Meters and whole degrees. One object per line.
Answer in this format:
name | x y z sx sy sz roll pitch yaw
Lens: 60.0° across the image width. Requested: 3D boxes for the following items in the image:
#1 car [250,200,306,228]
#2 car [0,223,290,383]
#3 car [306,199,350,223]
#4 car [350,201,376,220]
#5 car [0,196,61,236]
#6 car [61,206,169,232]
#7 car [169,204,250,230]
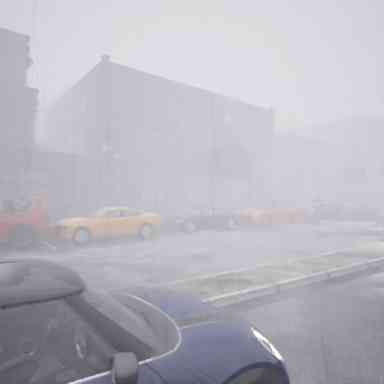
car | 5.115 1.350 22.265 4.553 1.767 2.185 0 0 -36
car | -1.320 1.352 2.498 4.553 1.767 2.097 0 0 -36
car | 9.605 1.357 25.486 4.553 1.767 2.185 0 0 -36
car | 14.171 1.531 28.764 4.674 1.452 2.002 0 0 -36
car | -8.297 1.201 12.638 5.566 2.045 2.435 0 0 -36
car | -3.884 1.460 15.807 5.008 1.535 2.097 0 0 -36
car | 0.606 1.469 19.029 4.892 1.521 2.231 0 0 -36
